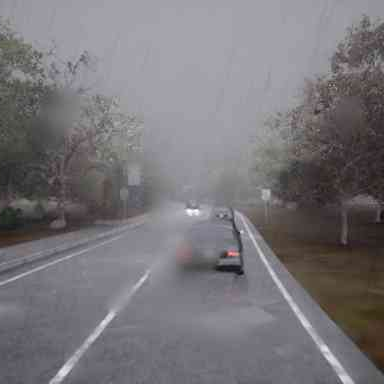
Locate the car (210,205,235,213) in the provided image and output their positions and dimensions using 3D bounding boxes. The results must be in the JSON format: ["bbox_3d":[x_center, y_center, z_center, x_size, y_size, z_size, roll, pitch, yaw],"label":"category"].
[{"bbox_3d":[2.350,1.732,25.662,2.033,1.411,5.357,0,0,7],"label":"car"}]

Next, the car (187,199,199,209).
[{"bbox_3d":[0.099,1.884,52.427,2.128,1.511,4.902,0,0,-2],"label":"car"}]

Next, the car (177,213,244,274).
[{"bbox_3d":[0.711,1.622,10.795,2.033,1.411,5.357,0,0,6],"label":"car"}]
